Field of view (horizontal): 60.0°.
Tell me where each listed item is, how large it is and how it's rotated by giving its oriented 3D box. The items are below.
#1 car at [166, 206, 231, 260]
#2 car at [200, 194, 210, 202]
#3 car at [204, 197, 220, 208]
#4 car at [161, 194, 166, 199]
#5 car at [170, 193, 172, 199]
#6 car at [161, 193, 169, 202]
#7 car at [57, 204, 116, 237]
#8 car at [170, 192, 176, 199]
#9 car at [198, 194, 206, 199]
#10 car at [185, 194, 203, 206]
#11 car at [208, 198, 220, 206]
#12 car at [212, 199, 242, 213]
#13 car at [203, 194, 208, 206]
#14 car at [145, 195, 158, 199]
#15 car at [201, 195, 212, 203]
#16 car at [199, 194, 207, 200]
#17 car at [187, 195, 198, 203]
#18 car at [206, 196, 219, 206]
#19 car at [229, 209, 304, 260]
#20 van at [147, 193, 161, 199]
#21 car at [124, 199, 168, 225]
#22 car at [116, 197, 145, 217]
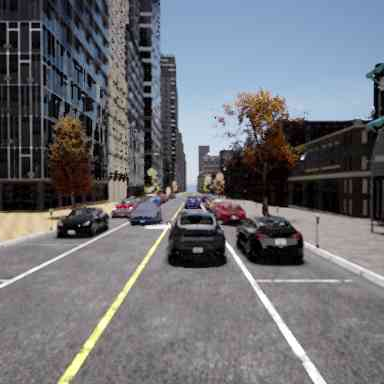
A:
[{"bbox_3d":[0.118,1.465,12.256,1.837,1.490,4.892,0,0,-1],"label":"car"},{"bbox_3d":[2.682,1.227,68.543,1.967,1.590,4.097,-1,0,0],"label":"car"},{"bbox_3d":[2.682,1.420,45.968,1.947,1.339,4.313,-1,0,0],"label":"car"},{"bbox_3d":[-5.681,1.388,51.668,2.008,1.369,4.403,-1,0,0],"label":"car"},{"bbox_3d":[-5.696,1.352,68.600,1.947,1.339,4.313,-1,0,0],"label":"car"},{"bbox_3d":[-5.709,1.135,57.311,2.192,1.841,5.009,-1,0,0],"label":"car"},{"bbox_3d":[-5.667,1.508,17.803,1.947,1.339,4.313,-1,0,0],"label":"car"},{"bbox_3d":[-5.694,1.285,91.177,1.947,1.339,4.313,-1,0,0],"label":"car"},{"bbox_3d":[2.685,1.271,91.120,2.008,1.369,4.403,-1,0,0],"label":"car"},{"bbox_3d":[0.106,1.211,44.475,2.097,1.767,4.553,0,0,0],"label":"car"},{"bbox_3d":[2.681,1.489,29.036,1.802,1.307,4.206,-1,0,0],"label":"car"},{"bbox_3d":[2.681,1.470,23.392,1.887,1.381,4.507,-1,0,0],"label":"car"},{"bbox_3d":[2.680,1.312,40.323,1.967,1.590,4.097,-1,0,0],"label":"car"},{"bbox_3d":[-5.665,1.437,40.380,1.947,1.339,4.313,-1,0,0],"label":"car"},{"bbox_3d":[2.683,1.370,62.900,1.947,1.339,4.313,-1,0,0],"label":"car"},{"bbox_3d":[2.685,1.281,85.476,1.887,1.381,4.507,-1,0,0],"label":"car"},{"bbox_3d":[0.106,1.289,64.414,2.128,1.511,4.902,0,0,0],"label":"car"},{"bbox_3d":[2.681,1.414,34.850,1.752,1.417,4.829,-1,0,0],"label":"car"},{"bbox_3d":[2.680,1.527,12.104,1.947,1.339,4.313,-1,0,0],"label":"car"},{"bbox_3d":[-5.672,1.195,46.023,1.690,1.788,3.998,-1,0,0],"label":"van"},{"bbox_3d":[-3.097,1.472,23.463,2.033,1.411,5.357,0,0,0],"label":"car"},{"bbox_3d":[-5.667,1.347,29.091,1.967,1.590,4.097,-1,0,0],"label":"car"}]
